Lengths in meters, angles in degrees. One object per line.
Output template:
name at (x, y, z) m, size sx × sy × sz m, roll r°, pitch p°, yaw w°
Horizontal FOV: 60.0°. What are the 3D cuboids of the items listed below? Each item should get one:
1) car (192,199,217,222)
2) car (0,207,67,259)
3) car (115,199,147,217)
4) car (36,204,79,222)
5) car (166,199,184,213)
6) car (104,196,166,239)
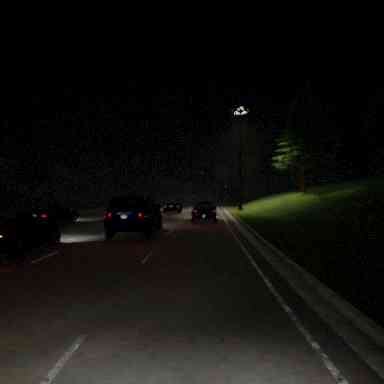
car at (0.952, 1.507, 25.786) m, size 1.812 × 1.442 × 4.674 m, roll 0°, pitch 0°, yaw 3°
car at (-6.627, 1.513, 12.372) m, size 1.812 × 1.442 × 4.674 m, roll 0°, pitch 0°, yaw 2°
car at (-5.753, 1.450, 31.863) m, size 1.882 × 1.535 × 5.008 m, roll 0°, pitch 0°, yaw 3°
car at (-9.693, 1.525, 23.100) m, size 2.033 × 1.411 × 5.357 m, roll 0°, pitch 0°, yaw 3°
car at (-2.011, 1.518, 36.709) m, size 2.033 × 1.411 × 5.357 m, roll 0°, pitch 0°, yaw 3°
car at (-2.941, 1.206, 17.532) m, size 2.150 × 2.045 × 5.566 m, roll 0°, pitch 0°, yaw 2°
